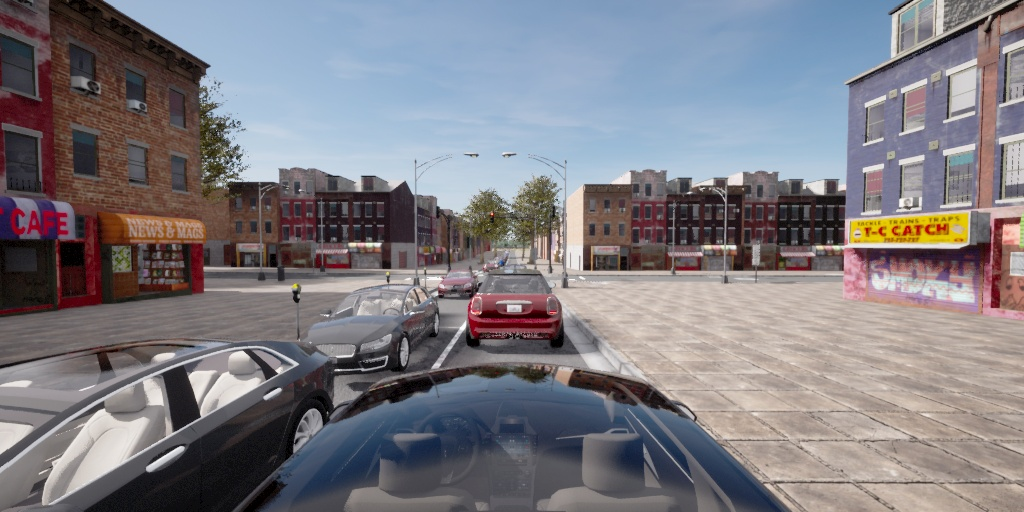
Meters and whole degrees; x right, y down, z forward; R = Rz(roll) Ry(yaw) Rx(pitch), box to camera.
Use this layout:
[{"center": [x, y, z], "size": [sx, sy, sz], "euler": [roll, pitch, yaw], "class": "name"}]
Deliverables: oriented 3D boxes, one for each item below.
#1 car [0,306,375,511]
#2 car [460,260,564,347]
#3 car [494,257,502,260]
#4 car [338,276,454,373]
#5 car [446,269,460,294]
[{"center": [-2.640, 1.300, 1.998], "size": [2.007, 1.370, 4.403], "euler": [0, 0, 0], "class": "car"}, {"center": [0.109, 1.099, 9.491], "size": [2.097, 1.767, 4.553], "euler": [0, 0, 2], "class": "car"}, {"center": [-2.578, 1.233, 45.116], "size": [1.967, 1.591, 4.097], "euler": [0, 0, 0], "class": "car"}, {"center": [-2.632, 1.298, 7.446], "size": [2.007, 1.370, 4.403], "euler": [0, 0, 0], "class": "car"}, {"center": [-2.617, 1.332, 18.340], "size": [1.802, 1.307, 4.207], "euler": [0, 0, 0], "class": "car"}]
